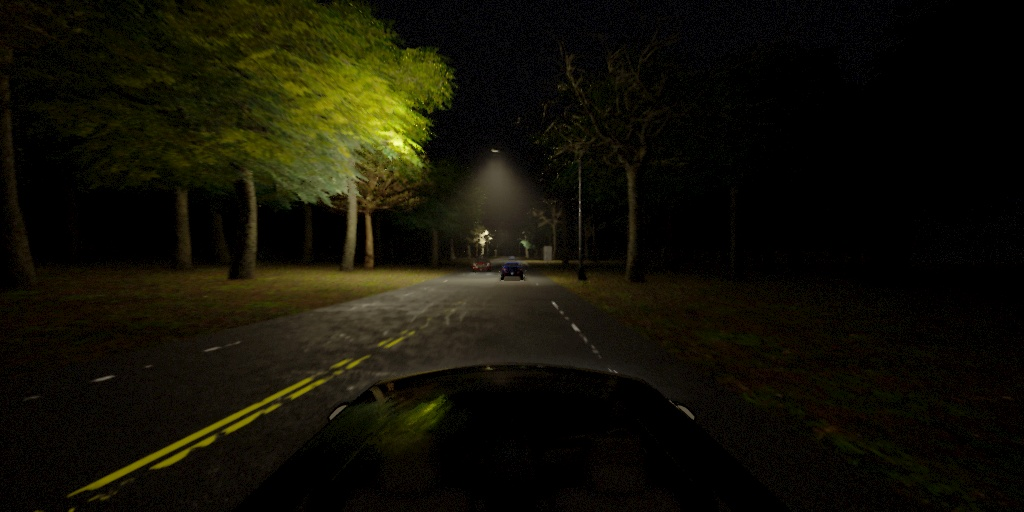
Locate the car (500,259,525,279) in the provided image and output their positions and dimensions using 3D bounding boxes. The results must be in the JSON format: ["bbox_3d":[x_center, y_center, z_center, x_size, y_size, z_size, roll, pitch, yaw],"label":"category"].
[{"bbox_3d":[0.016,1.233,31.290,1.812,1.442,4.674,0,0,0],"label":"car"}]

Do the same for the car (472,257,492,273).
[{"bbox_3d":[-3.480,0.920,42.424,2.097,1.767,4.553,0,0,0],"label":"car"}]
